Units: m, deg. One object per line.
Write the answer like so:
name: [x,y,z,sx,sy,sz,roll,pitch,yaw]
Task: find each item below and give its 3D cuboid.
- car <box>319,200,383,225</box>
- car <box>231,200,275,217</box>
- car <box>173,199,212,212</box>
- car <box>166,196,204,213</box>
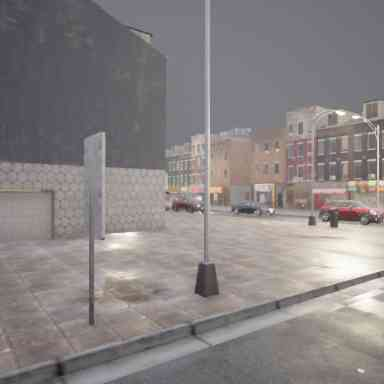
car: [11.833,1.397,24.552,2.097,1.767,4.553,0,0,-36]
car: [5.932,1.571,32.782,2.128,1.511,4.902,0,0,-35]
car: [-0.032,1.665,41.176,2.033,1.411,5.357,0,0,-35]
car: [-0.363,1.412,37.244,2.192,1.841,5.009,0,0,-35]
